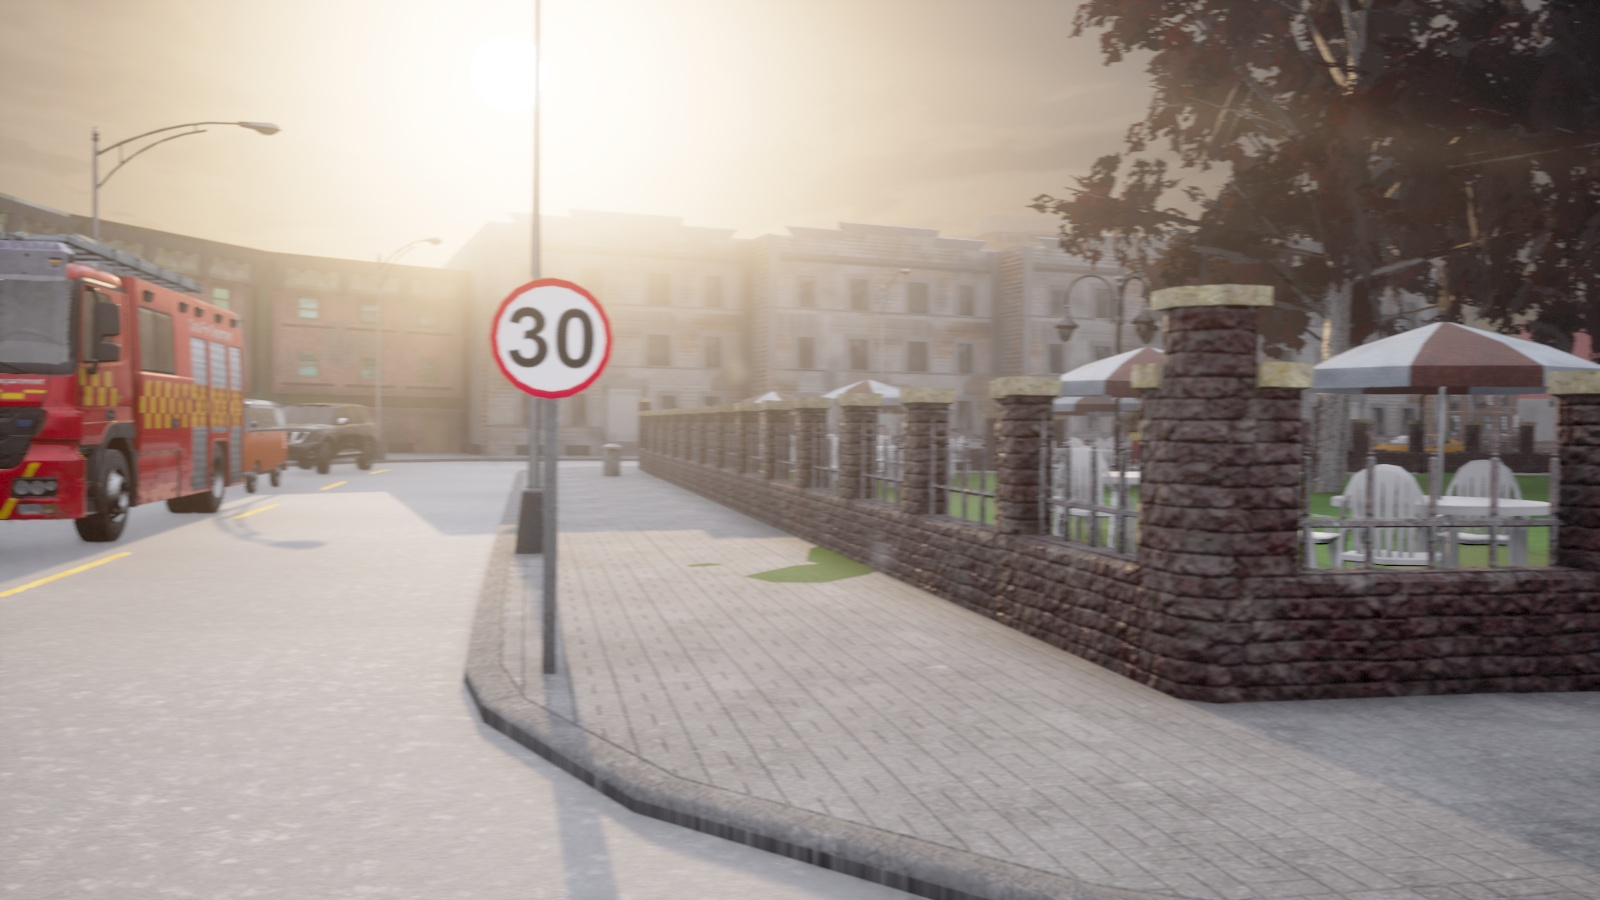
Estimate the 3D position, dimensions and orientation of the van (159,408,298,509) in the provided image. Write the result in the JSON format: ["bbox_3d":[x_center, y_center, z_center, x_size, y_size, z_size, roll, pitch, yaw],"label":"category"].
[{"bbox_3d":[-12.176,0.124,27.030,1.775,1.987,4.442,-1,1,-12],"label":"van"}]

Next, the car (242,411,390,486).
[{"bbox_3d":[-14.217,-0.094,37.344,2.150,2.045,5.566,-1,1,1],"label":"car"}]

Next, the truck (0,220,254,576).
[{"bbox_3d":[-10.146,-0.623,17.514,2.891,3.827,8.468,-1,1,-12],"label":"truck"}]

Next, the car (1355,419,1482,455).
[{"bbox_3d":[27.600,-0.599,56.110,5.008,1.535,1.882,-1,1,-12],"label":"car"}]

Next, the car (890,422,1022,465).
[{"bbox_3d":[5.852,-0.254,47.361,4.514,1.525,2.007,-1,1,-12],"label":"car"}]
